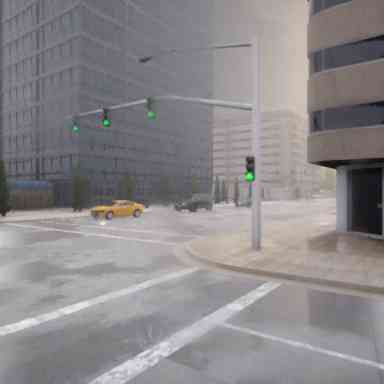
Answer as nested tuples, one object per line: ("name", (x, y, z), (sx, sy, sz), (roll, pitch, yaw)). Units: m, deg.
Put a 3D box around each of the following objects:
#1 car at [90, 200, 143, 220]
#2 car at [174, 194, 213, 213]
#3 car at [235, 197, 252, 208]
("car", (-6.374, 1.465, 28.601), (1.882, 1.535, 5.008), (0, 0, 36))
("car", (0.269, 1.211, 37.758), (2.150, 2.045, 5.566), (0, 0, 35))
("car", (7.991, 1.479, 48.362), (2.128, 1.511, 4.902), (0, 0, 36))
